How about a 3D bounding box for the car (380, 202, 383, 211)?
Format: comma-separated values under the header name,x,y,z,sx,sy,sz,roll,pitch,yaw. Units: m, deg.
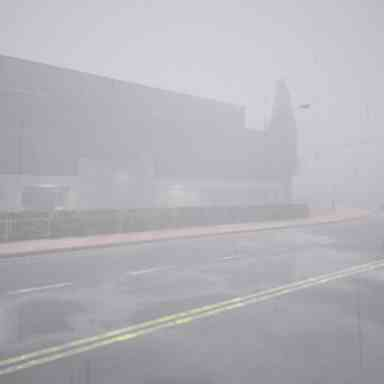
name,x,y,z,sx,sy,sz,roll,pitch,yaw
car,22.573,1.545,37.281,1.895,1.301,4.718,0,0,20
